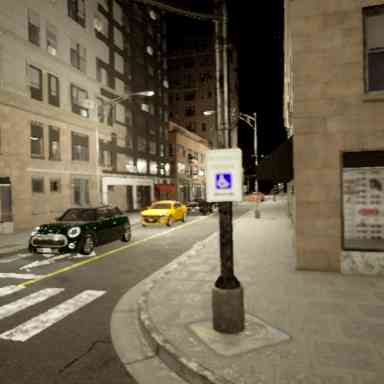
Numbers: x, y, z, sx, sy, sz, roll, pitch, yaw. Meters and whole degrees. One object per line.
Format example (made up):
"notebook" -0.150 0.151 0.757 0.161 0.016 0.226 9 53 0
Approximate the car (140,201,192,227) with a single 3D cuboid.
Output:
"car" -1.777 1.367 22.201 1.882 1.535 5.008 -1 0 16

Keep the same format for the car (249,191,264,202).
"car" 10.874 0.781 56.043 2.097 1.767 4.553 -1 0 17

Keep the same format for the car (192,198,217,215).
"car" 0.718 1.307 31.196 1.812 1.442 4.674 -1 0 16

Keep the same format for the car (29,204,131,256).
"car" -4.256 1.351 13.306 2.097 1.767 4.553 -1 0 16

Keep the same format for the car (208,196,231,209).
"car" 3.413 1.234 40.752 1.994 1.385 4.181 -1 0 16
